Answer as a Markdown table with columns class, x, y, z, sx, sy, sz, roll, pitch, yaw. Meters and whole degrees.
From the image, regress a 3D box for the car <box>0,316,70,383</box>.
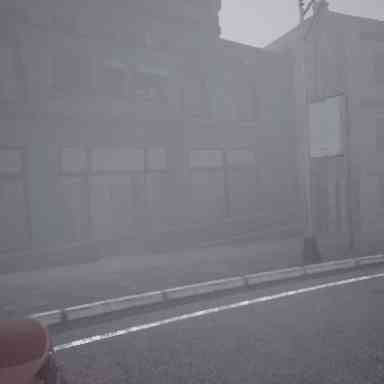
| class | x | y | z | sx | sy | sz | roll | pitch | yaw |
| --- | --- | --- | --- | --- | --- | --- | --- | --- | --- |
| car | -3.059 | 1.511 | 1.603 | 4.674 | 1.442 | 1.812 | 0 | 0 | -35 |
